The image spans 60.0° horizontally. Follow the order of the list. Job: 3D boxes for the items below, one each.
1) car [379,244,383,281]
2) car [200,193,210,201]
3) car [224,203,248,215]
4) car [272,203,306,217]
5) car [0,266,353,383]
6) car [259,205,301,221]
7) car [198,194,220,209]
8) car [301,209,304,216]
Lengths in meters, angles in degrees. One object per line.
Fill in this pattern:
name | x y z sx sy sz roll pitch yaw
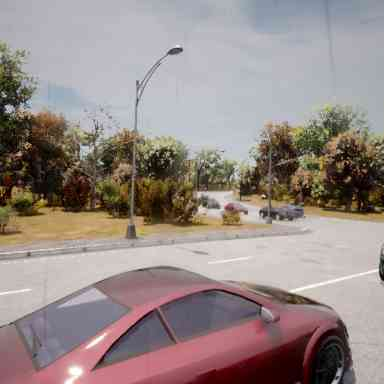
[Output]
car | 6.943 1.485 8.756 4.553 1.767 2.097 2 -1 -36
car | 3.063 1.121 78.666 2.128 1.511 4.902 2 2 -1
car | 5.962 2.204 45.364 1.812 1.442 4.674 3 0 -19
car | 13.334 2.508 45.975 1.882 1.535 5.008 3 0 -20
car | -0.075 1.571 3.696 4.181 1.385 1.994 0 0 -36
car | 9.311 2.296 36.707 1.837 1.490 4.892 3 -1 -23
car | 3.138 1.751 54.926 2.097 1.767 4.553 3 1 -14
car | 11.374 2.494 41.340 1.994 1.385 4.181 3 0 -22
